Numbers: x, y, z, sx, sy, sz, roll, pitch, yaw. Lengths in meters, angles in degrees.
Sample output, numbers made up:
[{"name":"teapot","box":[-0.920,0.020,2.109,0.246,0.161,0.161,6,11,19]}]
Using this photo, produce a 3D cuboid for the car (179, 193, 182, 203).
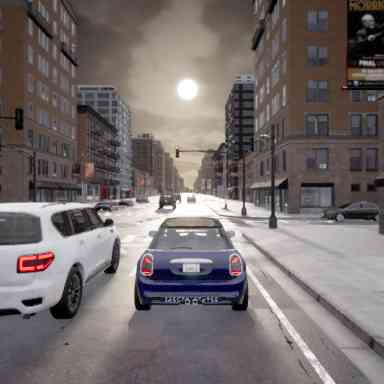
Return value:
[{"name":"car","box":[-3.366,1.214,70.461,2.150,2.045,5.566,0,0,0]}]

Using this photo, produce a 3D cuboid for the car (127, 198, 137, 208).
[{"name":"car","box":[-9.927,1.597,49.215,1.895,1.301,4.718,0,0,0]}]

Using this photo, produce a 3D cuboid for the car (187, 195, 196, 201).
[{"name":"car","box":[-0.133,1.453,79.777,1.895,1.301,4.718,0,0,0]}]

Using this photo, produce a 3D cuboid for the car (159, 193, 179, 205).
[{"name":"car","box":[-3.225,1.219,44.693,2.150,2.045,5.566,0,0,0]}]

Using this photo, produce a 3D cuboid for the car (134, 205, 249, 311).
[{"name":"car","box":[-0.005,1.352,7.944,2.097,1.767,4.553,0,0,0]}]

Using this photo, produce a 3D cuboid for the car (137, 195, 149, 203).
[{"name":"car","box":[-9.883,1.342,66.559,2.097,1.767,4.553,0,0,0]}]

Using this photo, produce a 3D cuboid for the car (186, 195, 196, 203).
[{"name":"car","box":[-0.115,1.482,69.327,2.128,1.511,4.902,0,0,0]}]

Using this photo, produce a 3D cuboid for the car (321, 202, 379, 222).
[{"name":"car","box":[12.675,1.543,25.986,4.892,1.490,1.837,0,0,2]}]

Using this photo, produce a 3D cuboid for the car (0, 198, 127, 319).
[{"name":"car","box":[-3.160,1.223,7.485,2.150,2.045,5.566,0,0,0]}]

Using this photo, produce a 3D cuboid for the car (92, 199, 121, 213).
[{"name":"car","box":[-9.915,1.547,39.093,2.033,1.411,5.357,0,0,0]}]
